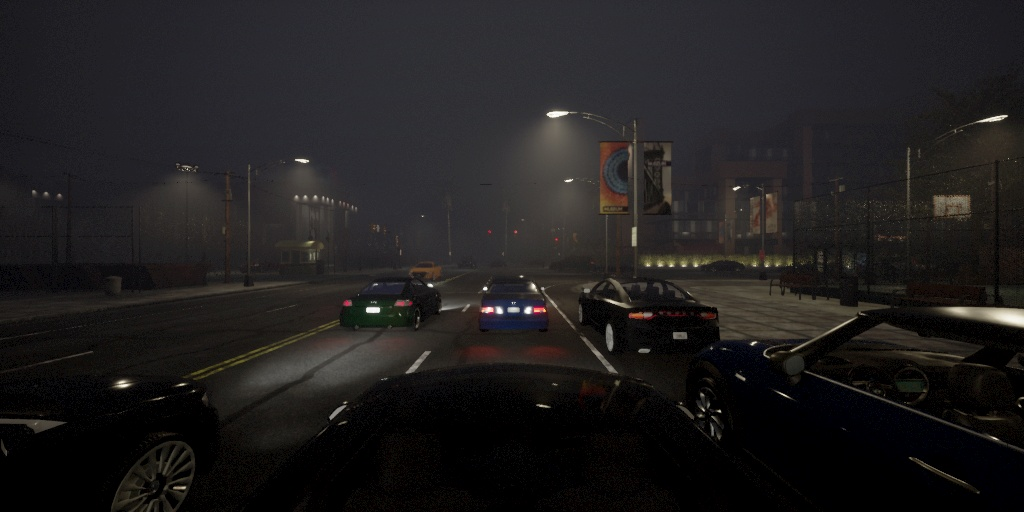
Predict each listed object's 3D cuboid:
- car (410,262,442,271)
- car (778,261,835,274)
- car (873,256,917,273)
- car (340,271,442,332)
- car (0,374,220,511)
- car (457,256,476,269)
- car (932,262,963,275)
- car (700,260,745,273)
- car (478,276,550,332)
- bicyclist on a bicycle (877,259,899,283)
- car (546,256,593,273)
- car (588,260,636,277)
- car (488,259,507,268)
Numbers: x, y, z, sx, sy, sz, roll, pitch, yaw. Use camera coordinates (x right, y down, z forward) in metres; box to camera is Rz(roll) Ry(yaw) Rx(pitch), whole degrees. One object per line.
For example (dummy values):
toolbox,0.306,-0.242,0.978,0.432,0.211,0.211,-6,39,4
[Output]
car,-7.117,1.227,29.831,1.882,1.535,5.008,0,0,0
car,32.528,1.297,39.513,5.357,1.411,2.033,0,0,0
car,45.039,0.978,43.046,5.566,2.045,2.150,0,0,-1
car,-3.444,1.314,10.930,1.994,1.385,4.181,0,0,0
car,-3.400,1.242,1.057,2.128,1.511,4.902,0,0,0
car,-6.865,0.971,55.211,2.150,2.045,5.566,0,0,3
car,45.154,1.314,36.046,4.181,1.385,1.994,0,0,-1
car,25.124,1.254,42.950,4.892,1.490,1.837,0,0,0
car,0.055,1.297,10.827,2.033,1.411,5.357,0,0,0
bicyclist on a bicycle,26.060,1.051,24.979,0.582,1.620,1.656,0,0,-1
car,7.506,0.974,44.387,5.566,2.045,2.150,0,1,22
car,11.172,1.351,39.620,4.718,1.301,1.895,0,0,5
car,-2.236,1.314,62.193,1.994,1.385,4.181,0,0,13
